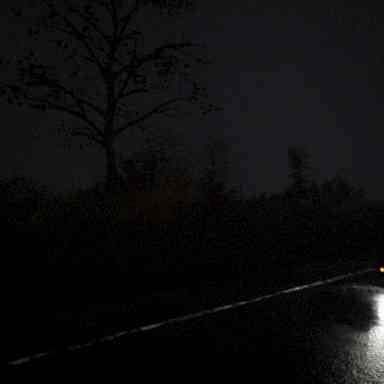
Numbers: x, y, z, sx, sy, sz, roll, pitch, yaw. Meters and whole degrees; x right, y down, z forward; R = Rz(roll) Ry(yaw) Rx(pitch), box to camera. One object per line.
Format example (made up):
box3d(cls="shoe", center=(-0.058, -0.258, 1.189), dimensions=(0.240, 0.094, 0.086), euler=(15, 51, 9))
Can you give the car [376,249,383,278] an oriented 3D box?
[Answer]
box3d(cls="car", center=(6.642, 1.564, 8.596), dimensions=(4.181, 1.385, 1.994), euler=(0, 0, -34))
